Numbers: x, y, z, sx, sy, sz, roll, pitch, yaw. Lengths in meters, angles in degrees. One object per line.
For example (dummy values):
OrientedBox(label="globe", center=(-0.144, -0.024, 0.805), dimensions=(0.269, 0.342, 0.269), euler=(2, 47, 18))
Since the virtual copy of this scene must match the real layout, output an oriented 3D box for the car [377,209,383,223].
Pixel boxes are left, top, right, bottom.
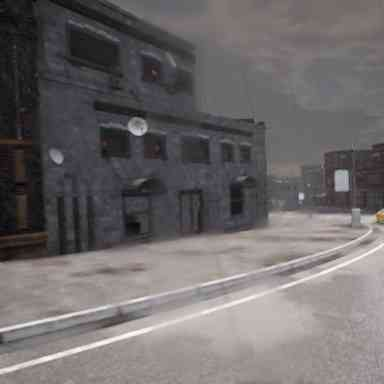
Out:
OrientedBox(label="car", center=(18.903, 2.245, 31.468), dimensions=(1.882, 1.535, 5.008), euler=(-2, -3, 18))
